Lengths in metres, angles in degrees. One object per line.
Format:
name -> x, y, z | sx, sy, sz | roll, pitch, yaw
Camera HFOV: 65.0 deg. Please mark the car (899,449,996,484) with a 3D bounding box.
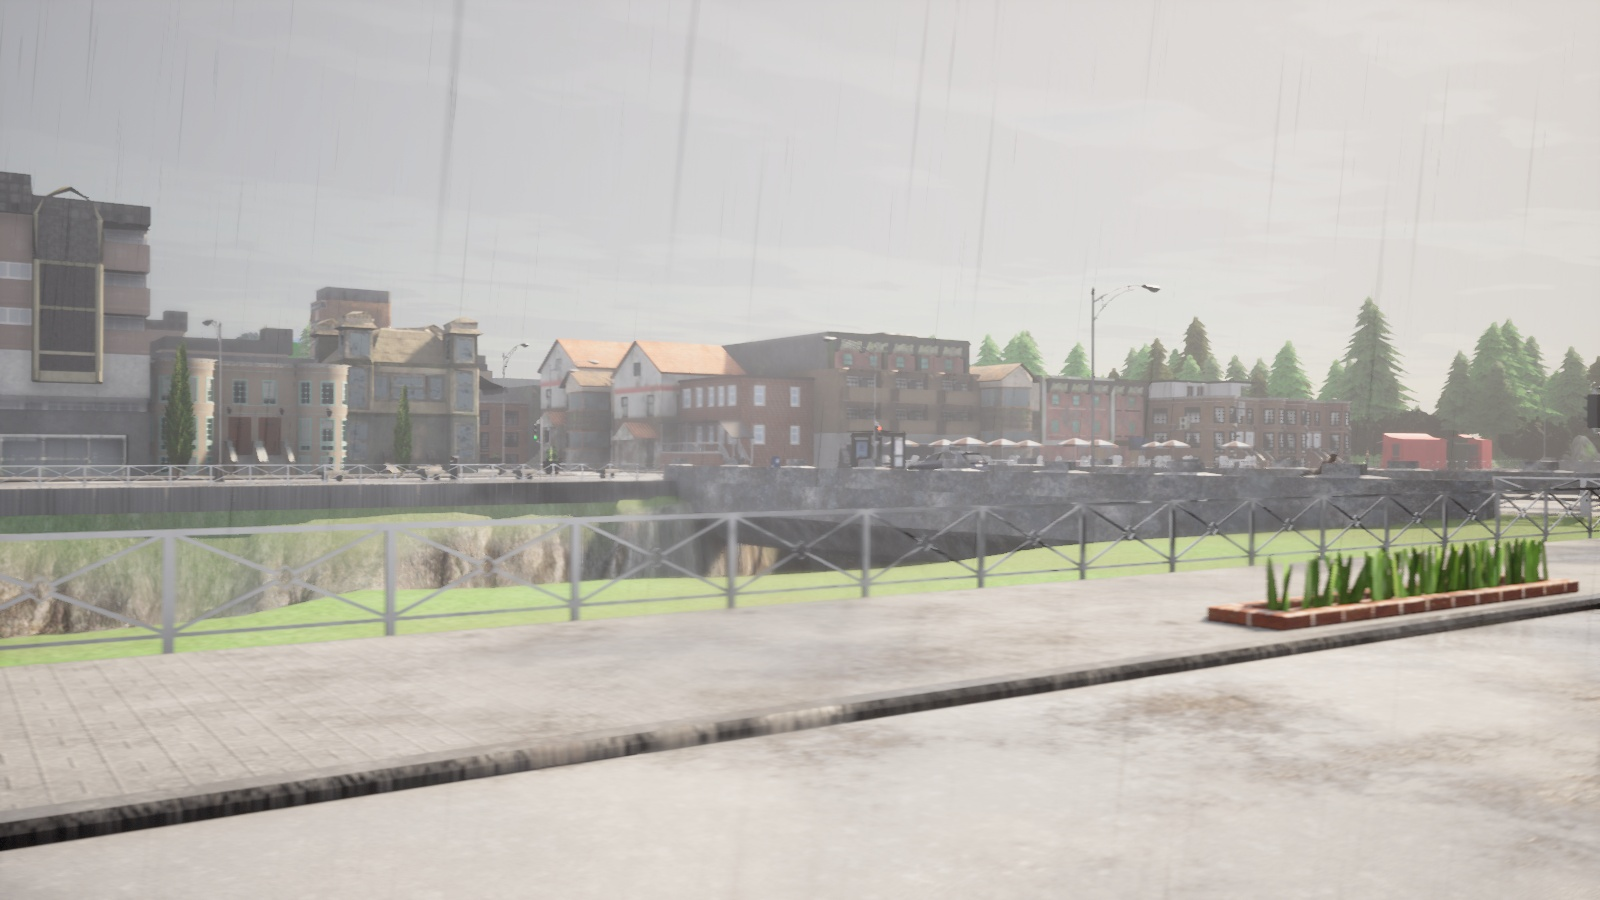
car -> 7.199, 0.808, 61.737 | 2.033, 1.649, 4.856 | 0, -1, -35
